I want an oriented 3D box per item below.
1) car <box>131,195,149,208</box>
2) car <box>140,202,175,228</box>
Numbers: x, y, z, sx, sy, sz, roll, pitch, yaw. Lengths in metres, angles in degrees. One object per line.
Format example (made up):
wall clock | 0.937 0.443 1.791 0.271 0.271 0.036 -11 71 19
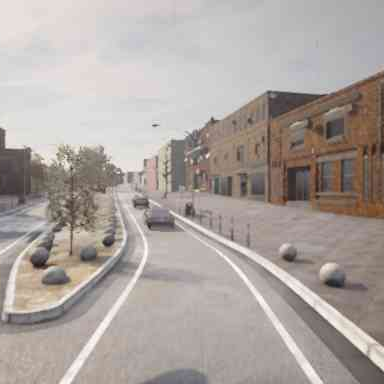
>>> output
car | -6.269 1.050 40.403 2.128 1.511 4.902 0 2 -14
car | -2.520 1.768 24.586 1.994 1.385 4.181 0 2 -13
